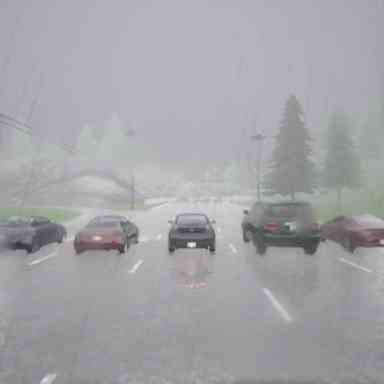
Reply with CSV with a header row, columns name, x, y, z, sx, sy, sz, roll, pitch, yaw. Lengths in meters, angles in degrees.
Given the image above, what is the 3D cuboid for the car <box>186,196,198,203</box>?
name,x,y,z,sx,sy,sz,roll,pitch,yaw
car,-0.038,2.389,92.132,1.812,1.442,4.674,0,-1,0

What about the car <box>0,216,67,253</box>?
name,x,y,z,sx,sy,sz,roll,pitch,yaw
car,-7.004,1.701,14.286,1.994,1.385,4.181,0,0,0

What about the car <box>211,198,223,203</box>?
name,x,y,z,sx,sy,sz,roll,pitch,yaw
car,6.962,2.399,91.795,1.994,1.385,4.181,0,-1,0

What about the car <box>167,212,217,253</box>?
name,x,y,z,sx,sy,sz,roll,pitch,yaw
car,-0.003,1.644,14.315,1.837,1.490,4.892,0,0,0

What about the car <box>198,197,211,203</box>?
name,x,y,z,sx,sy,sz,roll,pitch,yaw
car,3.462,2.407,92.182,2.033,1.411,5.357,0,-1,0

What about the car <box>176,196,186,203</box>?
name,x,y,z,sx,sy,sz,roll,pitch,yaw
car,-3.538,2.406,92.160,2.033,1.411,5.357,0,-1,0

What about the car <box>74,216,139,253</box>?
name,x,y,z,sx,sy,sz,roll,pitch,yaw
car,-3.504,1.701,14.286,1.994,1.385,4.181,0,0,0

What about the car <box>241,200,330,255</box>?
name,x,y,z,sx,sy,sz,roll,pitch,yaw
car,3.495,1.350,14.026,2.150,2.045,5.566,0,0,0

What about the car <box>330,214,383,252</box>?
name,x,y,z,sx,sy,sz,roll,pitch,yaw
car,6.998,1.663,14.381,1.812,1.442,4.674,0,0,0
